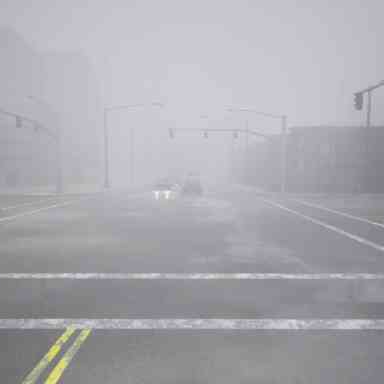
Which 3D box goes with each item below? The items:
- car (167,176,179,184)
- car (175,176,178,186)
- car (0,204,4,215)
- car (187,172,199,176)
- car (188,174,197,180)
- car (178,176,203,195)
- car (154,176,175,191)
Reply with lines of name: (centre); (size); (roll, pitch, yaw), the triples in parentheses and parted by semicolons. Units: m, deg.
car: (-3.485, -2.252, 61.415); (1.895, 1.301, 4.718); (0, 4, 0)
car: (-3.527, -1.669, 51.296); (1.837, 1.490, 4.892); (0, 4, 0)
car: (-11.691, 0.720, 16.017); (4.674, 1.442, 1.812); (0, 4, -5)
car: (0.182, -2.640, 61.518); (2.150, 2.045, 5.566); (0, 4, 0)
car: (0.106, -3.574, 80.396); (1.994, 1.385, 4.181); (0, 4, 0)
car: (0.059, -0.518, 33.941); (2.128, 1.511, 4.902); (0, 4, 3)
car: (-3.543, -0.945, 41.389); (1.994, 1.385, 4.181); (0, 4, 0)
